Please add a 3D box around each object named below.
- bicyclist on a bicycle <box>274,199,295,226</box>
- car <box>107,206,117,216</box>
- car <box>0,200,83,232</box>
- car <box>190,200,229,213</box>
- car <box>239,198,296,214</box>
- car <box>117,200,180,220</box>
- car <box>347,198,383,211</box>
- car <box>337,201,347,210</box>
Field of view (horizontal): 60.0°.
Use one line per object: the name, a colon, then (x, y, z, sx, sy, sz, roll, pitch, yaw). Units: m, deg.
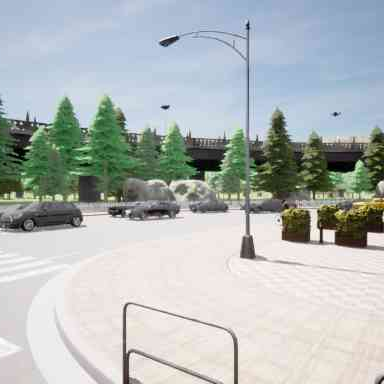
bicyclist on a bicycle: (5.554, 1.245, 19.593, 0.582, 1.620, 1.656, 0, 0, -44)
car: (-5.238, 1.545, 30.079, 4.718, 1.301, 1.895, 0, 0, -44)
car: (-8.967, 1.297, 20.069, 2.097, 1.767, 4.553, 0, 0, 37)
car: (1.853, 1.508, 35.367, 4.181, 1.385, 1.994, 0, 0, -29)
car: (7.630, 1.492, 34.470, 5.357, 1.411, 2.033, 0, 0, -21)
car: (-3.171, 1.436, 27.140, 4.902, 1.511, 2.128, 0, 0, -44)
car: (20.332, 1.422, 36.753, 5.008, 1.535, 1.882, 0, 0, 3)
car: (19.756, 1.509, 40.175, 4.181, 1.385, 1.994, 0, 0, 0)
